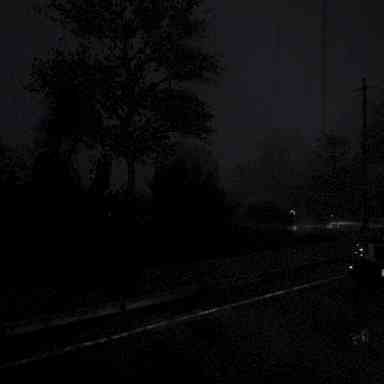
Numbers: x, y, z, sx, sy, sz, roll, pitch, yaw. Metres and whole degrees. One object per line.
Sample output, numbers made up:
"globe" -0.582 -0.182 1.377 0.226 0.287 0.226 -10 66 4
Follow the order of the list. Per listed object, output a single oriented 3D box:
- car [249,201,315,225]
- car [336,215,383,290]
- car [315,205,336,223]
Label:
"car" 6.374 1.444 24.943 2.097 1.767 4.553 0 -1 -39
"car" 6.129 1.221 7.837 5.566 2.045 2.150 0 0 -32
"car" 9.367 1.651 26.796 1.994 1.385 4.181 0 -1 -39
